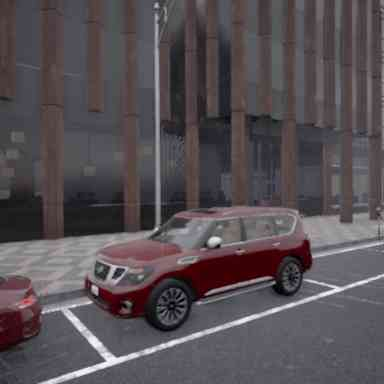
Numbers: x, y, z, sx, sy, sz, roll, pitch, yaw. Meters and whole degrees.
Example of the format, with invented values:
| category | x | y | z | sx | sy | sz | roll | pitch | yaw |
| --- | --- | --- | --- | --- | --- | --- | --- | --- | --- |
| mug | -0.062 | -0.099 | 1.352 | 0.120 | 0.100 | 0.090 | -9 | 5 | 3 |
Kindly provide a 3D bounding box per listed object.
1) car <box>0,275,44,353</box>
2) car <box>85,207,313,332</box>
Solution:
| category | x | y | z | sx | sy | sz | roll | pitch | yaw |
| --- | --- | --- | --- | --- | --- | --- | --- | --- | --- |
| car | -3.997 | 1.592 | 3.797 | 4.206 | 1.307 | 1.802 | -1 | 0 | -35 |
| car | 0.445 | 1.277 | 6.962 | 5.009 | 1.841 | 2.192 | -1 | 0 | -35 |
